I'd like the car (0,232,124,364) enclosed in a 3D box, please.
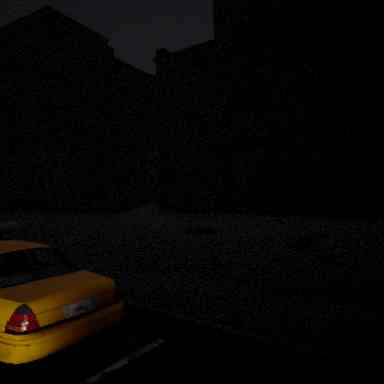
[{"bbox_3d":[-3.552,1.480,5.775,5.366,1.575,1.946,0,0,35],"label":"car"}]
